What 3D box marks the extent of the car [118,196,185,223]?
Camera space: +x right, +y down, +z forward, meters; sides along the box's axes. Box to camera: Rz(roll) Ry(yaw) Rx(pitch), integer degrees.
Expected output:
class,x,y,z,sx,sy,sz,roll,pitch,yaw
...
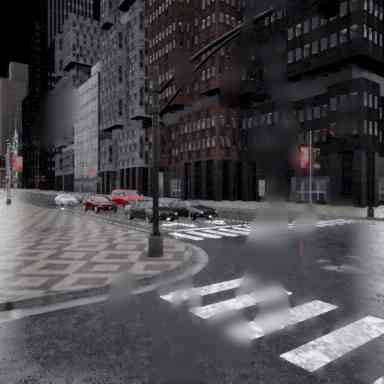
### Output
class,x,y,z,sx,sy,sz,roll,pitch,yaw
car,-2.998,1.284,23.236,2.033,1.411,5.357,0,1,-35

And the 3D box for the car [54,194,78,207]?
class,x,y,z,sx,sy,sz,roll,pitch,yaw
car,-15.163,0.966,39.951,1.812,1.442,4.674,0,1,-36

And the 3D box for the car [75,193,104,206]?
class,x,y,z,sx,sy,sz,roll,pitch,yaw
car,-13.245,0.909,42.867,2.128,1.511,4.902,0,1,-36

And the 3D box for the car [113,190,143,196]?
class,x,y,z,sx,sy,sz,roll,pitch,yaw
car,-6.351,0.811,33.354,2.150,2.045,5.566,0,1,-36

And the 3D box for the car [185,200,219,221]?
class,x,y,z,sx,sy,sz,roll,pitch,yaw
car,-0.393,1.280,25.095,2.033,1.411,5.357,0,1,-39

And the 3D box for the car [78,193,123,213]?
class,x,y,z,sx,sy,sz,roll,pitch,yaw
car,-8.599,1.080,30.918,1.882,1.535,5.008,0,1,-36
